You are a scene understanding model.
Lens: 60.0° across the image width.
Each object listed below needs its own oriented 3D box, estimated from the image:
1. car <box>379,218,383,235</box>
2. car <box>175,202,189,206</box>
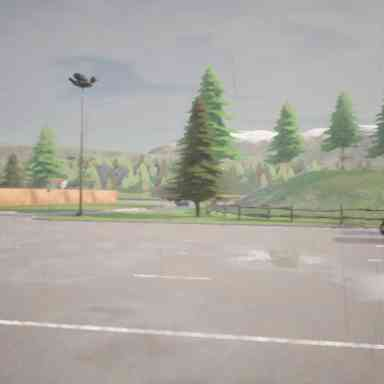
[{"bbox_3d":[11.855,1.693,16.052,5.008,1.535,1.882,1,0,7],"label":"car"},{"bbox_3d":[-1.732,1.765,58.623,1.994,1.385,4.181,1,0,-9],"label":"car"}]
